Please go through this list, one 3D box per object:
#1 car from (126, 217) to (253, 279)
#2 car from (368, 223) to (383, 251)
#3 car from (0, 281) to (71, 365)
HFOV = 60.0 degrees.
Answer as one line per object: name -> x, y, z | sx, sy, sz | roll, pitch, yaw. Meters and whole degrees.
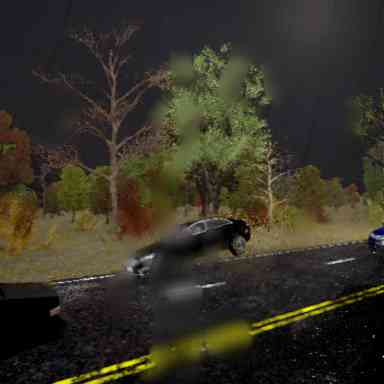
car -> -0.024, 1.802, 11.770 | 4.902, 1.511, 2.128 | -10, -6, -36
car -> 9.363, 1.735, 14.086 | 4.674, 1.442, 1.812 | 1, -1, -34
car -> -4.546, 1.915, 4.497 | 5.357, 1.411, 2.033 | 1, -4, -34
